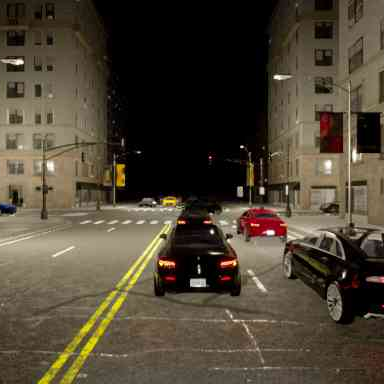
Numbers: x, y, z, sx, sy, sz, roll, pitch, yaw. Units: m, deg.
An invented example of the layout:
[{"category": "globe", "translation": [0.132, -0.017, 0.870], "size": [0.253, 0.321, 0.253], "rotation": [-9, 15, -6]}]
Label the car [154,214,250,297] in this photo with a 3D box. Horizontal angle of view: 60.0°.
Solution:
[{"category": "car", "translation": [0.115, 1.527, 8.493], "size": [1.812, 1.442, 4.674], "rotation": [0, 0, 0]}]

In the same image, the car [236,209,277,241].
[{"category": "car", "translation": [3.284, 1.529, 16.187], "size": [1.812, 1.442, 4.674], "rotation": [0, 0, 0]}]

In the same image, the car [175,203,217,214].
[{"category": "car", "translation": [0.137, 1.530, 17.402], "size": [1.812, 1.442, 4.674], "rotation": [0, 0, 0]}]

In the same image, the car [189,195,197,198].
[{"category": "car", "translation": [0.175, 1.614, 78.581], "size": [1.895, 1.301, 4.718], "rotation": [0, 0, 0]}]

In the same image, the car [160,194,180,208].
[{"category": "car", "translation": [-3.244, 1.496, 49.484], "size": [1.882, 1.535, 5.008], "rotation": [0, 0, -1]}]

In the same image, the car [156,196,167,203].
[{"category": "car", "translation": [-6.347, 1.547, 69.088], "size": [1.812, 1.442, 4.674], "rotation": [0, 0, 0]}]

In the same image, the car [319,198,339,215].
[{"category": "car", "translation": [15.597, 1.414, 34.434], "size": [4.553, 1.767, 2.097], "rotation": [0, 0, 1]}]

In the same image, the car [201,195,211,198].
[{"category": "car", "translation": [3.423, 1.558, 78.127], "size": [2.033, 1.411, 5.357], "rotation": [0, 0, 0]}]

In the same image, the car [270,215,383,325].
[{"category": "car", "translation": [3.353, 1.493, 7.093], "size": [2.128, 1.511, 4.902], "rotation": [0, 0, 1]}]

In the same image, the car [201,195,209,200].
[{"category": "car", "translation": [3.446, 1.442, 88.547], "size": [1.994, 1.385, 4.181], "rotation": [0, 0, 0]}]

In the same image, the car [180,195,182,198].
[{"category": "car", "translation": [-3.198, 1.621, 58.880], "size": [1.895, 1.301, 4.718], "rotation": [0, 0, 0]}]

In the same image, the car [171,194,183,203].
[{"category": "car", "translation": [-3.096, 1.375, 69.402], "size": [2.097, 1.767, 4.553], "rotation": [0, 0, 0]}]

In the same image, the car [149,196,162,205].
[{"category": "car", "translation": [-6.449, 1.525, 58.935], "size": [1.837, 1.490, 4.892], "rotation": [0, 0, 0]}]

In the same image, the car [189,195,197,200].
[{"category": "car", "translation": [0.196, 1.442, 88.554], "size": [1.994, 1.385, 4.181], "rotation": [0, 0, 0]}]

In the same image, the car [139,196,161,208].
[{"category": "car", "translation": [-6.460, 1.565, 49.197], "size": [2.033, 1.411, 5.357], "rotation": [0, 0, 4]}]

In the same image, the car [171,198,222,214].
[{"category": "car", "translation": [0.759, 1.532, 30.906], "size": [4.674, 1.442, 1.812], "rotation": [0, 0, -37]}]

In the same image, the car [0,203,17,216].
[{"category": "car", "translation": [-19.389, 1.462, 31.704], "size": [5.008, 1.535, 1.882], "rotation": [0, 0, 0]}]
